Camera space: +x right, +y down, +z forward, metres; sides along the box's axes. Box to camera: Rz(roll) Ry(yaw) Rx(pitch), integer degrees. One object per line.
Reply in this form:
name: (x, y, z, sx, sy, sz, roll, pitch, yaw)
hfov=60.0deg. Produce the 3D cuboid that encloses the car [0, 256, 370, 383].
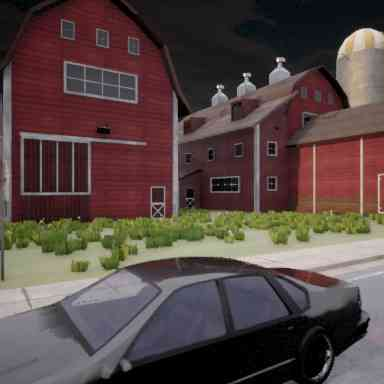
car: (-0.154, 1.547, 3.859, 5.357, 1.411, 2.033, 0, 0, -32)
